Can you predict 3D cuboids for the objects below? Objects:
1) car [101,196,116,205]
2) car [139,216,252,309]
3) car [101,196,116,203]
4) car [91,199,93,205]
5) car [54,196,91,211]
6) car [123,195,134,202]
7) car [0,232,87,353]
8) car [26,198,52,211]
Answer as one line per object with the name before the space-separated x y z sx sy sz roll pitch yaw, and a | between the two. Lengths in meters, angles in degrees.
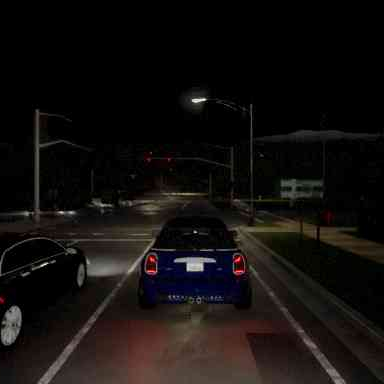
car | -14.464 1.526 58.247 1.812 1.442 4.674 0 0 1
car | 0.067 1.352 8.026 2.097 1.767 4.553 0 0 0
car | -17.707 1.583 70.418 1.895 1.301 4.718 0 0 1
car | -18.017 1.492 55.276 2.128 1.511 4.902 0 0 1
car | -14.745 1.548 41.288 2.033 1.411 5.357 0 0 1
car | -14.146 1.407 74.414 1.837 1.490 4.892 0 0 1
car | -3.443 1.505 6.120 1.837 1.490 4.892 0 0 0
car | -18.260 1.493 40.329 2.128 1.511 4.902 0 0 1
